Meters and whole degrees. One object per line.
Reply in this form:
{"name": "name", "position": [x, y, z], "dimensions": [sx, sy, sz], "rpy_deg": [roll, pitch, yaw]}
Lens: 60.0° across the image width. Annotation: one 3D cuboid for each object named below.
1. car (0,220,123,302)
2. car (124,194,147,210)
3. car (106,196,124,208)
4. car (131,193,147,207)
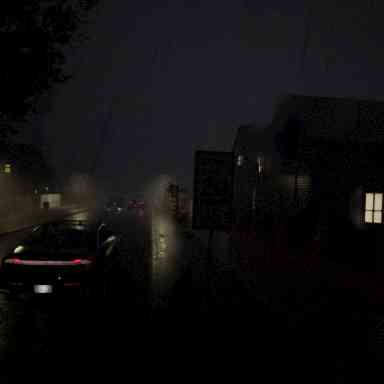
{"name": "car", "position": [-2.825, 1.427, 8.093], "dimensions": [2.128, 1.511, 4.902], "rpy_deg": [2, 0, -7]}
{"name": "car", "position": [-6.440, 1.312, 38.885], "dimensions": [1.812, 1.442, 4.674], "rpy_deg": [2, 0, -6]}
{"name": "car", "position": [-9.728, 1.229, 42.724], "dimensions": [1.994, 1.385, 4.181], "rpy_deg": [2, 0, -7]}
{"name": "car", "position": [-7.648, 1.103, 48.608], "dimensions": [2.097, 1.767, 4.553], "rpy_deg": [2, 0, -7]}
